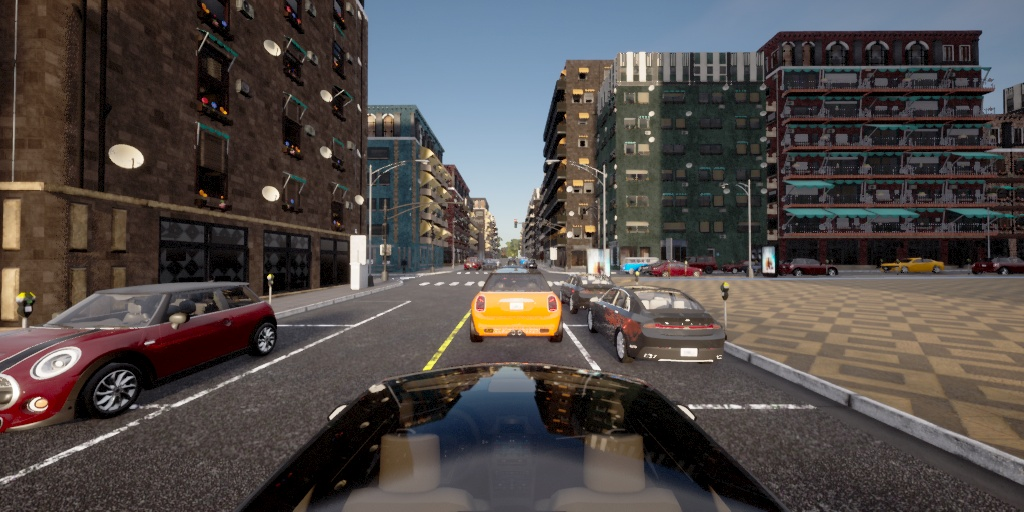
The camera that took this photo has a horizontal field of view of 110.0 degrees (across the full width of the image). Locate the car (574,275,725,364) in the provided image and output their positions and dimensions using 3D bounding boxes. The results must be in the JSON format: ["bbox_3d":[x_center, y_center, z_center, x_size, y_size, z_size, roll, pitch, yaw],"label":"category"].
[{"bbox_3d":[2.821,1.302,7.906,2.007,1.370,4.403,0,0,0],"label":"car"}]

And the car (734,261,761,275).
[{"bbox_3d":[25.727,1.122,35.812,5.357,1.411,2.033,0,-1,1],"label":"car"}]

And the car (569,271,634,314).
[{"bbox_3d":[2.821,1.304,13.476,2.007,1.370,4.403,0,0,0],"label":"car"}]

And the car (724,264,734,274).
[{"bbox_3d":[24.828,1.165,38.402,4.507,1.381,1.888,0,0,0],"label":"car"}]

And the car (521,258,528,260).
[{"bbox_3d":[2.694,1.334,51.669,1.948,1.339,4.313,0,0,0],"label":"car"}]

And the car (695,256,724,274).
[{"bbox_3d":[19.300,0.977,38.442,5.009,1.841,2.192,0,0,0],"label":"car"}]

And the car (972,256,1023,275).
[{"bbox_3d":[41.346,0.811,29.902,4.097,1.591,1.967,0,0,0],"label":"car"}]

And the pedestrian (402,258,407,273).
[{"bbox_3d":[-12.527,1.097,41.635,0.375,1.860,0.375,0,0,0],"label":"pedestrian"}]

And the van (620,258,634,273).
[{"bbox_3d":[13.772,1.046,38.482,3.998,1.789,1.690,0,0,0],"label":"van"}]

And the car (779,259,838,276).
[{"bbox_3d":[24.765,0.935,30.022,4.097,1.591,1.967,0,0,0],"label":"car"}]

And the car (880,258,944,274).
[{"bbox_3d":[39.734,0.947,35.694,5.008,1.535,1.882,-1,-1,1],"label":"car"}]

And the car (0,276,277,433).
[{"bbox_3d":[-5.819,1.191,5.671,1.967,1.591,4.097,0,0,0],"label":"car"}]

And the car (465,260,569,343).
[{"bbox_3d":[0.098,1.104,9.886,2.097,1.767,4.553,0,0,0],"label":"car"}]

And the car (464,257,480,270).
[{"bbox_3d":[-5.686,1.083,51.710,2.192,1.841,5.009,0,0,0],"label":"car"}]

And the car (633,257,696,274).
[{"bbox_3d":[15.203,1.147,35.893,4.902,1.511,2.128,0,-1,0],"label":"car"}]

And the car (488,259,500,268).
[{"bbox_3d":[-3.076,1.298,60.957,1.812,1.442,4.674,0,0,0],"label":"car"}]

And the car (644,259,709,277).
[{"bbox_3d":[13.709,1.162,30.102,4.207,1.307,1.802,0,0,0],"label":"car"}]
